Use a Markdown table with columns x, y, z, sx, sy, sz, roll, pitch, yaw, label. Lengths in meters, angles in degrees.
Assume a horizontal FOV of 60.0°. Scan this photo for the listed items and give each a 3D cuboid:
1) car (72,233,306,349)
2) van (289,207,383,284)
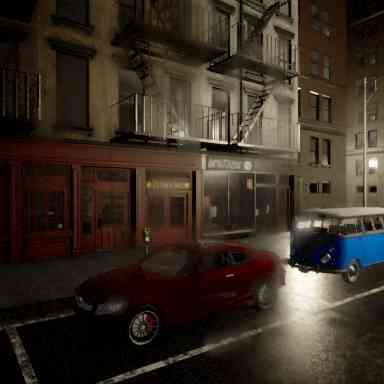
| x | y | z | sx | sy | sz | roll | pitch | yaw | label |
| --- | --- | --- | --- | --- | --- | --- | --- | --- | --- |
| -0.005 | 1.582 | 6.176 | 4.206 | 1.307 | 1.802 | 0 | 0 | -35 | car |
| 4.410 | 1.341 | 9.296 | 3.998 | 1.788 | 1.690 | 0 | 0 | -35 | van |
